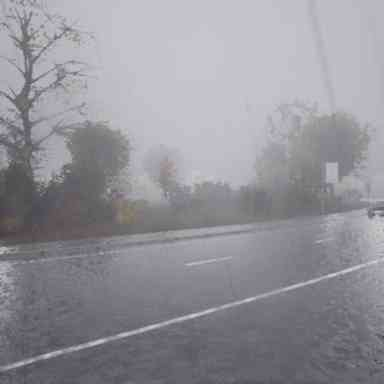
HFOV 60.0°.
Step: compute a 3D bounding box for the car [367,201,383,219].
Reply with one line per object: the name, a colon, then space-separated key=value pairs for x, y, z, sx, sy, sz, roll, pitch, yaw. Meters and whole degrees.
car: x=16.735 y=1.556 z=28.855 sx=2.128 sy=1.511 sz=4.902 roll=0 pitch=0 yaw=42
